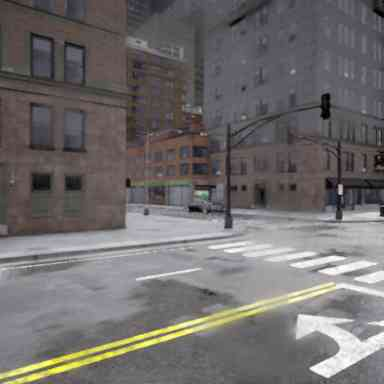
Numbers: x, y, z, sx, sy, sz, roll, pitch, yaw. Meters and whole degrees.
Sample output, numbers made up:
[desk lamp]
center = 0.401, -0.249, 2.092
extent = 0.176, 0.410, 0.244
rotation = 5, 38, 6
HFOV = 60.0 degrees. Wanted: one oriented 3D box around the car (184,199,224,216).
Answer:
[car]
center = 1.092, 1.452, 32.553
extent = 2.128, 1.511, 4.902
rotation = 0, 0, -36
